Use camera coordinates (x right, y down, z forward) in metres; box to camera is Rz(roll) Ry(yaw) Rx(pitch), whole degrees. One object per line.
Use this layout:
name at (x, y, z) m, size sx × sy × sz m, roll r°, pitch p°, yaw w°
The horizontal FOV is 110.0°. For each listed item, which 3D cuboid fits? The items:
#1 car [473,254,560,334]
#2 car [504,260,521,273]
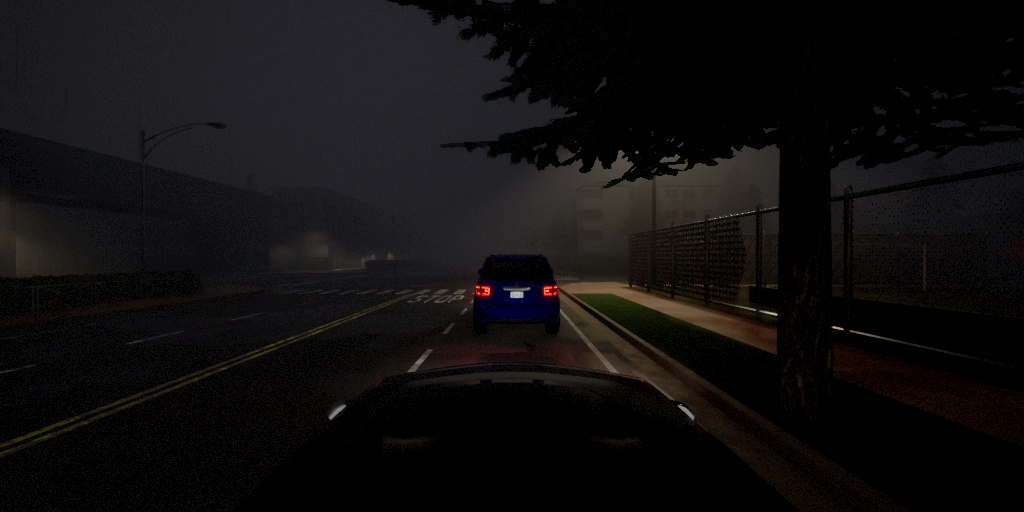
car at (0.116, 0.972, 10.798) m, size 2.150 × 2.045 × 5.566 m, roll 0°, pitch 0°, yaw 0°
car at (0.027, 1.242, 45.664) m, size 2.128 × 1.511 × 4.902 m, roll 0°, pitch 0°, yaw 0°
